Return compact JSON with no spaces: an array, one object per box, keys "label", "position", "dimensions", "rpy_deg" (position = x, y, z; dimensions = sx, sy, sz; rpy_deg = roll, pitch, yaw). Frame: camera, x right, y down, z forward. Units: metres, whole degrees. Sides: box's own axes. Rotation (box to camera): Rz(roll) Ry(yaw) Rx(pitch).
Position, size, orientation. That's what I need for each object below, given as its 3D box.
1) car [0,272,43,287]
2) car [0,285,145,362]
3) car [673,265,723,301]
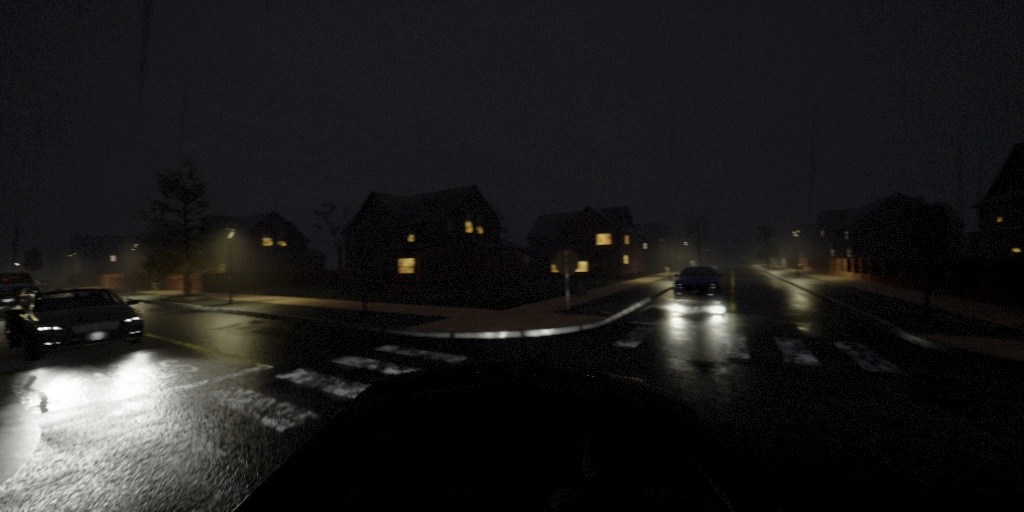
[{"label":"car","position":[-26.037,1.833,18.299],"dimensions":[5.566,2.045,2.150],"rpy_deg":[-2,-1,31]},{"label":"car","position":[-11.537,1.622,9.440],"dimensions":[4.902,1.511,2.128],"rpy_deg":[-2,-1,31]},{"label":"car","position":[9.119,1.241,17.486],"dimensions":[1.882,1.535,5.008],"rpy_deg":[-2,-1,32]}]
